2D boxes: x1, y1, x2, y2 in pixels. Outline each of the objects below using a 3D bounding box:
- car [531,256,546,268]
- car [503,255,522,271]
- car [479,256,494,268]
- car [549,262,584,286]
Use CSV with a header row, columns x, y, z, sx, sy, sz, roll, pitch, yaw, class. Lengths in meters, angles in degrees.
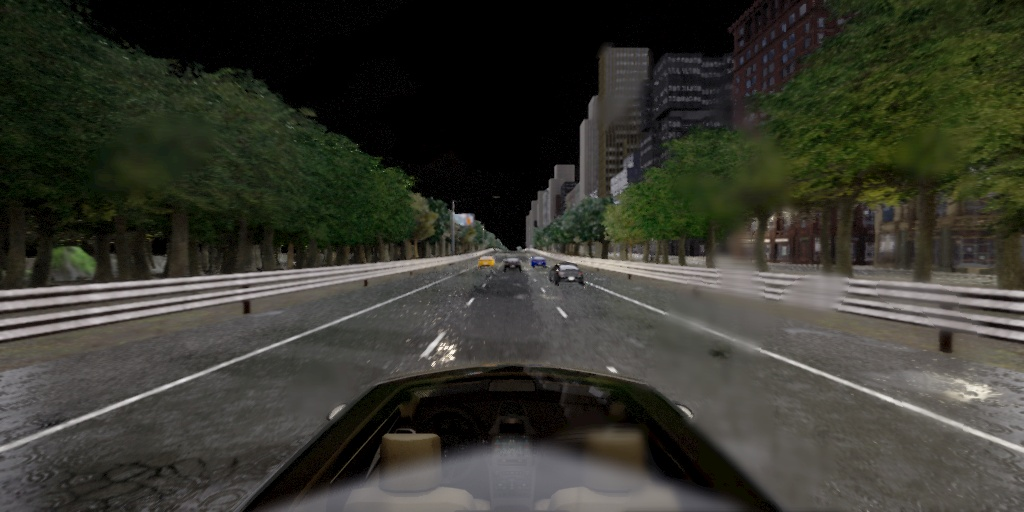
x,y,z,sx,sy,sz,roll,pitch,yaw,class
3.560,0.756,48.893,1.882,1.535,5.008,0,1,0,car
0.068,0.876,40.474,1.882,1.535,5.008,0,1,0,car
-3.439,0.752,48.879,1.882,1.535,5.008,0,1,0,car
3.584,1.146,23.933,1.812,1.442,4.674,0,1,0,car
